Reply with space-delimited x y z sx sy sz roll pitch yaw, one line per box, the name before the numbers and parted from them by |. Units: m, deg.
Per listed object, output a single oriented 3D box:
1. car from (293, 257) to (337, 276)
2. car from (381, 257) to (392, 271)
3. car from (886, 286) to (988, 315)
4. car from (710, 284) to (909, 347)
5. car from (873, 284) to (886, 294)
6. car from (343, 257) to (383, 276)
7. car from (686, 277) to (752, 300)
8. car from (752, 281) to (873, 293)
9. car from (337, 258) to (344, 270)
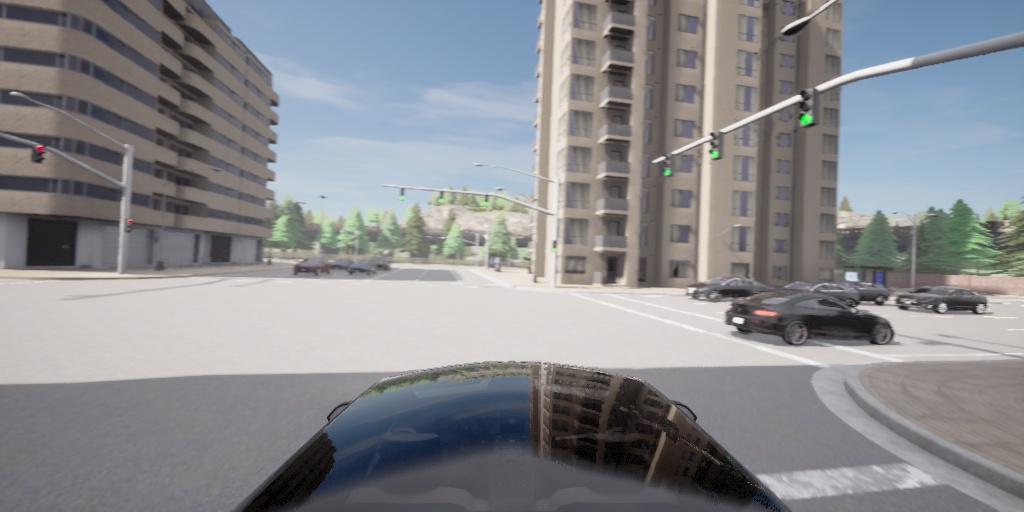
car | -17.105 0.849 30.993 1.882 1.535 5.008 3 -1 -11
car | -16.221 0.916 44.440 2.097 1.767 4.553 3 -1 -11
car | 24.975 2.522 20.893 4.892 1.490 1.837 3 -1 -11
car | 8.657 1.794 10.586 4.674 1.442 1.812 3 -1 -11
car | 22.542 2.442 23.996 4.902 1.511 2.128 3 -1 -11
car | -14.280 1.080 34.687 2.033 1.411 5.357 3 -1 -11
car | 13.286 2.034 22.241 4.902 1.511 2.128 3 -1 -11
car | 15.978 2.112 19.190 4.902 1.511 2.128 2 -1 -11
car | -19.036 0.949 40.625 2.033 1.411 5.357 3 -1 -11
